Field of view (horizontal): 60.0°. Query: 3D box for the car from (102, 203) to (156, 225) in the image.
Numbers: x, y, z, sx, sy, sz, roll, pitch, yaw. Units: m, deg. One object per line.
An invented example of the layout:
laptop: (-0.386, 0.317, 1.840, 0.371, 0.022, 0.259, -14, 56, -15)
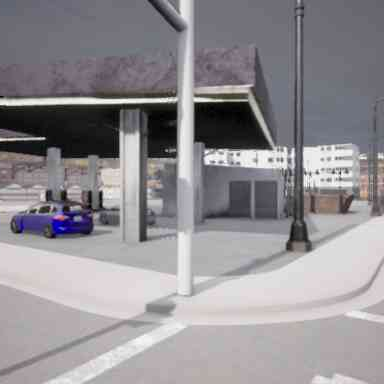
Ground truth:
car: (-4.253, 1.427, 21.581, 3.806, 1.475, 1.970, 0, 0, 36)

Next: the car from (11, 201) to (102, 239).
car: (-6.966, 1.267, 16.460, 4.611, 1.667, 2.242, 0, 0, 36)

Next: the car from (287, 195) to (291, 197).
car: (23.270, 1.492, 79.256, 5.357, 1.411, 2.033, 0, 0, 24)
